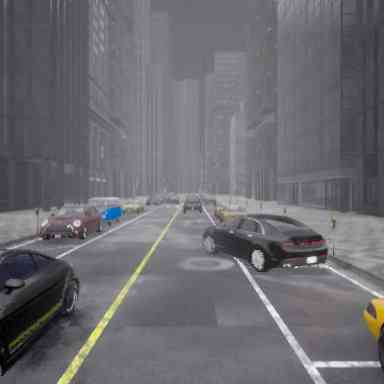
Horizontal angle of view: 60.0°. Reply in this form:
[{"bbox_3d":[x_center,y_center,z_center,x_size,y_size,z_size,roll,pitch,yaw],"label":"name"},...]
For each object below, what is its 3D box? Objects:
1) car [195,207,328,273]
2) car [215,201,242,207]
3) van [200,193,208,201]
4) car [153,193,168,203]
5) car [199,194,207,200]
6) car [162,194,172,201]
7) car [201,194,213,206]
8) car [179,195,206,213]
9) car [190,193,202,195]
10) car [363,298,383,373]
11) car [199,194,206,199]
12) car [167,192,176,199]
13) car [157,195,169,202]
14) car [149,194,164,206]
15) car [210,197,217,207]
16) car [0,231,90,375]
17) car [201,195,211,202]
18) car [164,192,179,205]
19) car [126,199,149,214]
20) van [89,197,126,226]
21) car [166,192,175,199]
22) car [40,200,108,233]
[{"bbox_3d":[2.042,1.459,10.711,1.837,1.490,4.892,0,1,-25],"label":"car"},{"bbox_3d":[2.758,1.429,22.092,1.752,1.417,4.829,0,0,0],"label":"car"},{"bbox_3d":[2.746,1.057,78.012,1.690,1.788,3.998,0,0,0],"label":"van"},{"bbox_3d":[-5.775,1.082,61.177,2.192,1.841,5.009,0,0,0],"label":"car"},{"bbox_3d":[2.746,1.245,83.620,1.887,1.381,4.507,0,0,0],"label":"car"},{"bbox_3d":[-5.778,1.266,78.006,2.008,1.369,4.403,0,0,0],"label":"car"},{"bbox_3d":[2.753,1.355,49.966,2.008,1.369,4.403,0,0,0],"label":"car"},{"bbox_3d":[0.085,1.346,34.822,2.128,1.511,4.902,0,0,0],"label":"car"},{"bbox_3d":[0.082,1.152,51.567,2.097,1.767,4.553,0,0,0],"label":"car"},{"bbox_3d":[3.149,1.447,2.163,1.801,1.575,5.366,0,0,0],"label":"car"},{"bbox_3d":[2.744,1.213,89.400,1.752,1.417,4.829,0,0,0],"label":"car"},{"bbox_3d":[-5.782,0.991,94.834,2.192,1.841,5.009,0,0,0],"label":"car"},{"bbox_3d":[-5.776,1.300,66.788,2.008,1.369,4.403,0,0,0],"label":"car"},{"bbox_3d":[-5.772,1.370,49.959,1.947,1.339,4.313,0,0,0],"label":"car"},{"bbox_3d":[2.757,1.406,27.701,1.752,1.417,4.829,0,0,0],"label":"car"},{"bbox_3d":[-3.102,1.543,4.597,1.994,1.385,4.181,0,0,0],"label":"car"},{"bbox_3d":[2.749,1.331,66.793,1.802,1.307,4.206,0,0,0],"label":"car"},{"bbox_3d":[-3.037,1.268,54.079,1.882,1.535,5.008,0,0,0],"label":"car"},{"bbox_3d":[-5.769,1.387,32.961,1.752,1.417,4.829,0,0,0],"label":"car"},{"bbox_3d":[-5.766,1.245,21.912,1.690,1.788,3.998,0,0,0],"label":"van"},{"bbox_3d":[-5.781,1.003,89.224,2.192,1.841,5.009,0,0,0],"label":"car"},{"bbox_3d":[-5.765,1.369,16.303,1.967,1.590,4.097,0,0,0],"label":"car"}]
